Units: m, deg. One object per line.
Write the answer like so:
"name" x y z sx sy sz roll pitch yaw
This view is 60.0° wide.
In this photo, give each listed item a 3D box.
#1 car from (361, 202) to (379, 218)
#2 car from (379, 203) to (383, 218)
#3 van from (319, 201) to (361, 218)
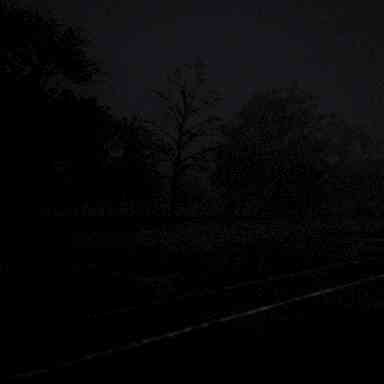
"car" 20.270 2.213 42.759 2.435 2.045 5.566 3 -2 -35
"car" 22.639 2.586 44.181 1.946 1.575 5.366 3 -2 -35
"van" 17.862 2.120 41.158 1.878 1.987 4.442 3 -2 -35
